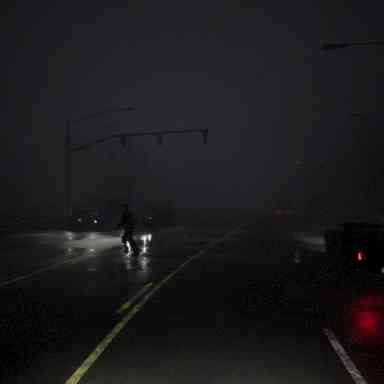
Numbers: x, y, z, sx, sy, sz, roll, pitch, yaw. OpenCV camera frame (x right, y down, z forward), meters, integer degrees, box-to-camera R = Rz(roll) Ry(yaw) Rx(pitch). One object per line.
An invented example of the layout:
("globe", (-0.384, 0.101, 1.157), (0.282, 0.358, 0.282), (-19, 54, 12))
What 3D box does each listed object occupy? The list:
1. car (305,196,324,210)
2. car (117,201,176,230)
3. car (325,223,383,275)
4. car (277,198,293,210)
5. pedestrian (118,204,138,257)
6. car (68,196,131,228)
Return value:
("car", (15.193, 1.303, 41.412), (2.097, 1.767, 4.553), (0, 0, 18))
("car", (-2.525, 1.522, 21.450), (2.128, 1.511, 4.902), (0, 0, 17))
("car", (5.288, 1.601, 10.156), (1.895, 1.301, 4.718), (0, 0, 14))
("car", (11.815, 1.442, 42.317), (2.128, 1.511, 4.902), (0, 0, 17))
("pedestrian", (-2.225, 1.294, 11.596), (0.375, 1.860, 0.375), (0, 0, 15))
("car", (-5.886, 1.317, 22.427), (2.150, 2.045, 5.566), (0, 0, 17))
